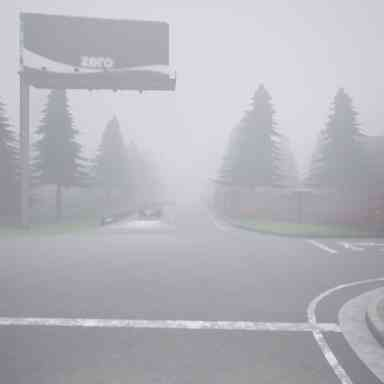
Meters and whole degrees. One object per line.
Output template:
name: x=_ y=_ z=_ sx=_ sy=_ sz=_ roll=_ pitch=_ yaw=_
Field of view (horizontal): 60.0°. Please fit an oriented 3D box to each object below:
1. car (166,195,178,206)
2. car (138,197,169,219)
car: x=-3.488 y=1.303 z=54.606 sx=2.097 sy=1.767 sz=4.553 roll=0 pitch=0 yaw=0
car: x=-3.494 y=1.488 z=29.222 sx=2.128 sy=1.511 sz=4.902 roll=0 pitch=0 yaw=0
